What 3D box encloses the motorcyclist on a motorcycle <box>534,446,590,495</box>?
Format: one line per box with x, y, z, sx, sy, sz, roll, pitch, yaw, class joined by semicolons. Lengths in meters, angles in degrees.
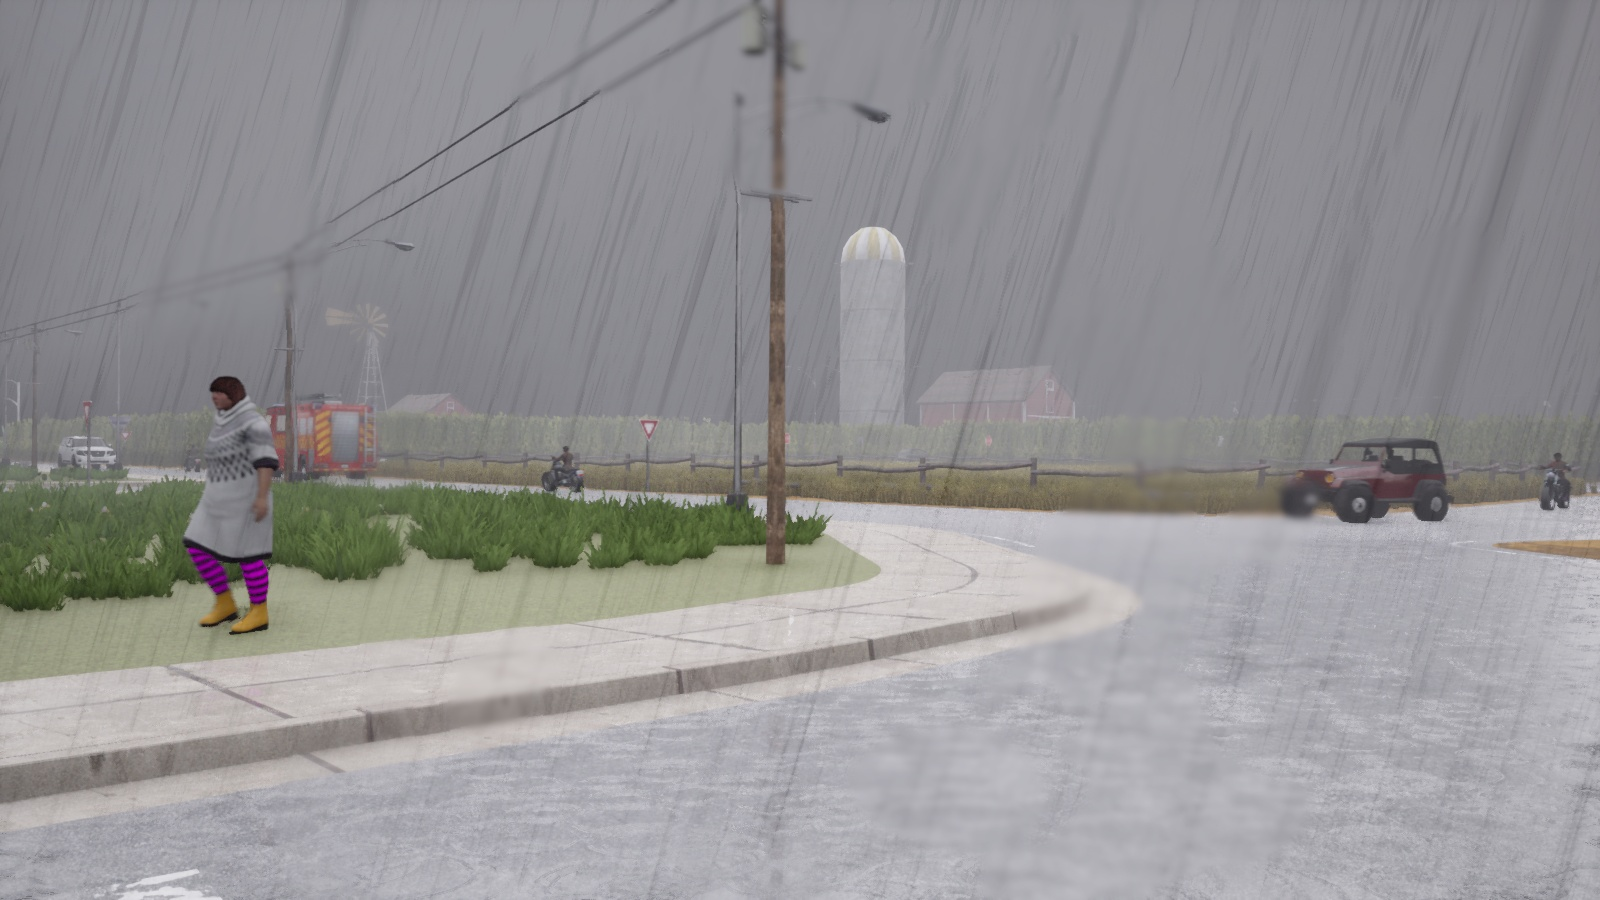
-8.201;0.692;43.235;0.766;1.649;2.350;0;0;-43;motorcyclist on a motorcycle

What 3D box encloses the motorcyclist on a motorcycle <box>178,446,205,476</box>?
-34.857;0.618;71.924;0.766;1.649;2.350;0;0;-43;motorcyclist on a motorcycle

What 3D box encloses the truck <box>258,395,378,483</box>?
-22.733;-0.463;58.930;2.891;3.827;8.468;0;0;-38;truck

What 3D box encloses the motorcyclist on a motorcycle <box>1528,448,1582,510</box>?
21.086;0.783;35.054;0.766;1.649;2.350;0;0;44;motorcyclist on a motorcycle

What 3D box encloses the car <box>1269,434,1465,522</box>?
12.768;0.598;28.311;3.866;1.878;1.905;0;0;-23;car

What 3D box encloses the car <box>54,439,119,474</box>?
-42.894;0.363;75.433;2.150;2.045;5.566;0;0;-43;car

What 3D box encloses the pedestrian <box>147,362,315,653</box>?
-4.048;0.385;8.951;0.659;1.952;0.873;0;0;37;pedestrian
